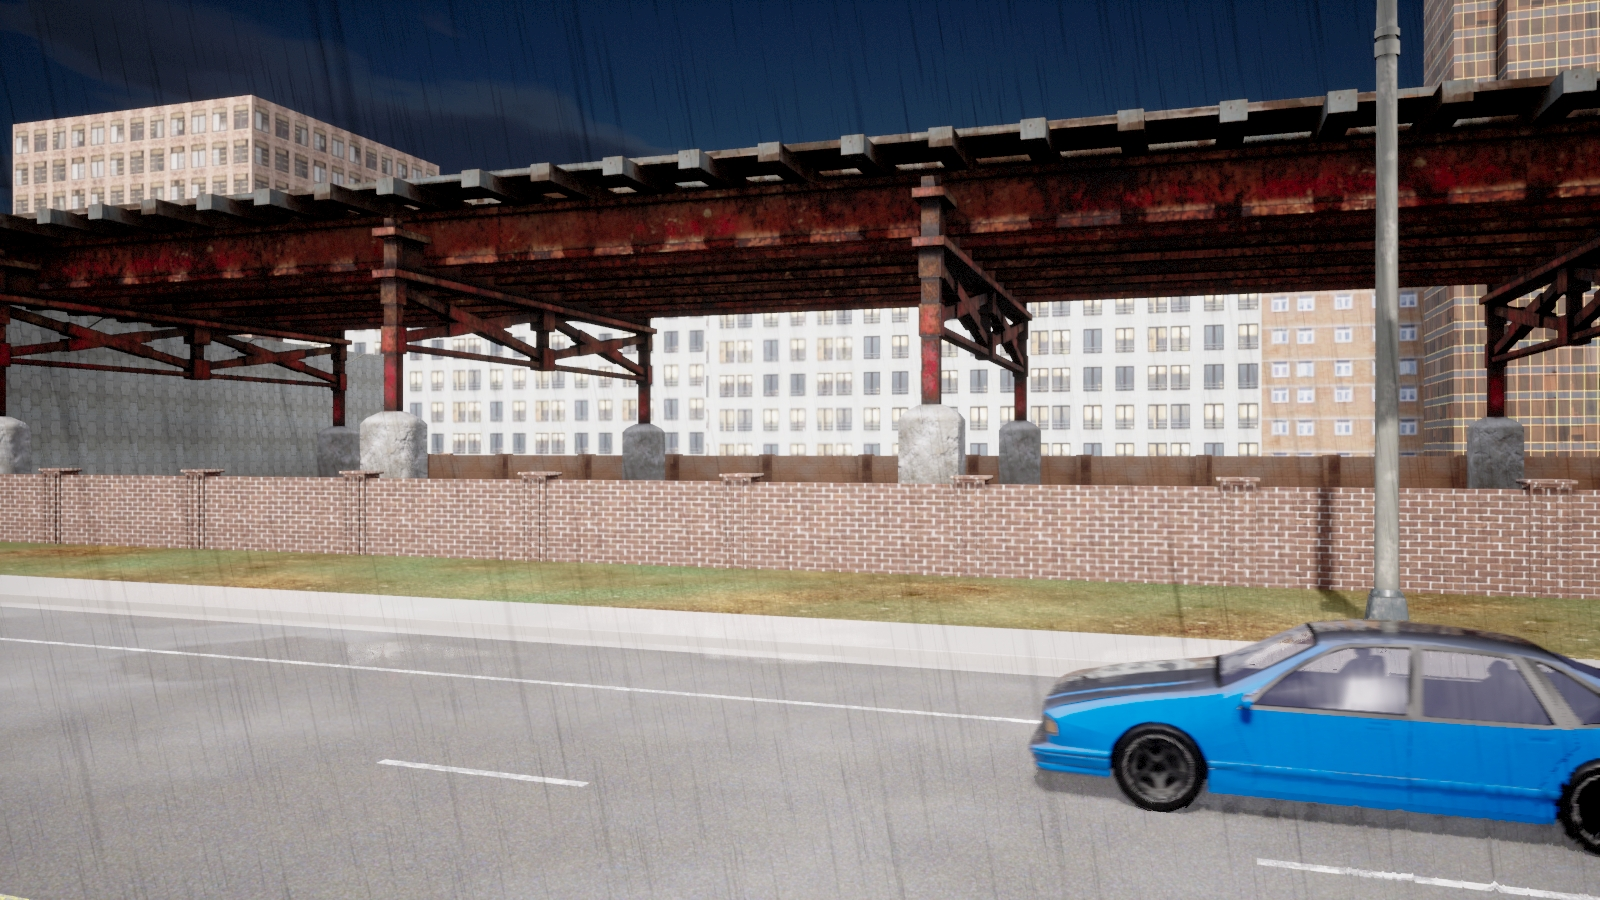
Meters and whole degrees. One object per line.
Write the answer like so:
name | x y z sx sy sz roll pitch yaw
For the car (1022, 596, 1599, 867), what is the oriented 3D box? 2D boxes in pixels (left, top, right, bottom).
car | 4.615 2.106 9.068 5.357 1.411 2.033 0 0 20
